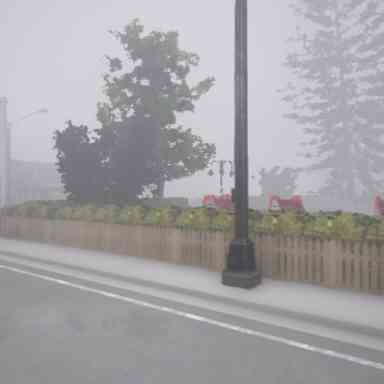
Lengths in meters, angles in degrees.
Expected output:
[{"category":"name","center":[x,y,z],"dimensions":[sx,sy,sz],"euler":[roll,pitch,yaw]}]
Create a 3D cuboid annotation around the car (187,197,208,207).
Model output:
[{"category":"car","center":[1.108,1.540,49.824],"dimensions":[2.128,1.511,4.902],"euler":[0,0,35]}]
